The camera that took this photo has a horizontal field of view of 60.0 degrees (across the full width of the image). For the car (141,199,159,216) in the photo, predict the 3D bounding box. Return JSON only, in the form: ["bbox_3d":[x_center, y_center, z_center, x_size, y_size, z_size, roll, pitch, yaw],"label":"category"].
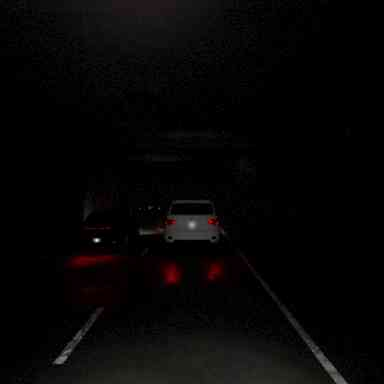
[{"bbox_3d":[-3.500,1.366,29.620,2.097,1.767,4.553,0,0,0],"label":"car"}]

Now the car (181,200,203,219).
[{"bbox_3d":[0.000,1.533,29.650,1.812,1.442,4.674,0,0,0],"label":"car"}]

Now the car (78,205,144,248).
[{"bbox_3d":[-3.500,1.517,14.650,1.837,1.490,4.892,0,0,0],"label":"car"}]

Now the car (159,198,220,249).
[{"bbox_3d":[0.000,1.258,14.680,2.150,2.045,5.566,0,0,0],"label":"car"}]
